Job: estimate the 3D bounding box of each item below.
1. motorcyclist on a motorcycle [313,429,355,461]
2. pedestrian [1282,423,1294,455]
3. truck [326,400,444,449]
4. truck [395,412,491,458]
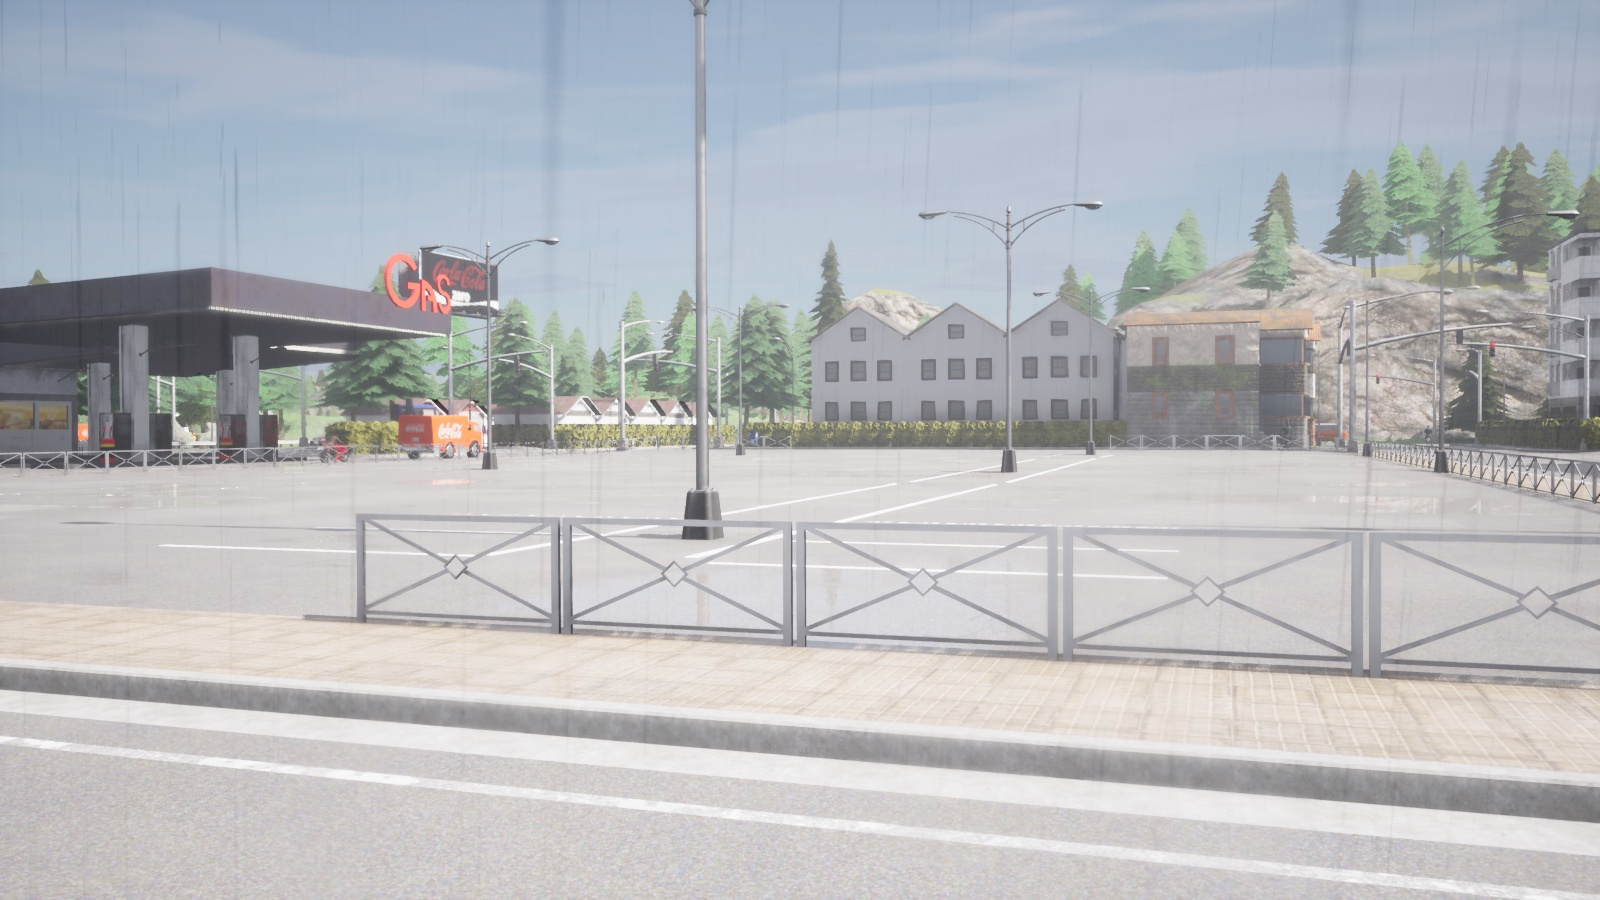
[{"bbox_3d":[-22.763,-0.260,61.423,0.797,1.523,2.044,1,1,19],"label":"motorcyclist on a motorcycle"},{"bbox_3d":[29.767,-0.684,76.656,0.423,1.949,0.788,0,1,1],"label":"pedestrian"},{"bbox_3d":[-30.355,-1.867,91.884,7.936,3.462,2.891,0,2,19],"label":"truck"},{"bbox_3d":[-19.786,-0.852,69.821,2.627,2.467,5.204,1,1,19],"label":"truck"}]
